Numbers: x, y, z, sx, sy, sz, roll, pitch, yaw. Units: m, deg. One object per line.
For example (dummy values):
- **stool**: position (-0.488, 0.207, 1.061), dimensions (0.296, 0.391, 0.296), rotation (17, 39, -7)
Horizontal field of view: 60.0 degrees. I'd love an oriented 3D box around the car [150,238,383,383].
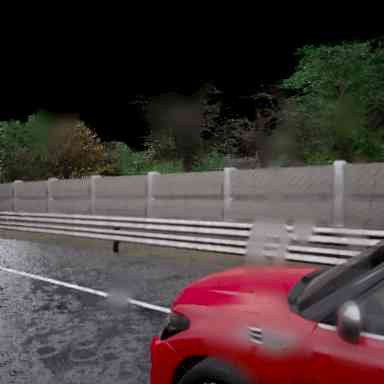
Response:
- **car**: position (2.244, 1.220, 2.392), dimensions (5.566, 2.045, 2.150), rotation (0, 0, 35)
